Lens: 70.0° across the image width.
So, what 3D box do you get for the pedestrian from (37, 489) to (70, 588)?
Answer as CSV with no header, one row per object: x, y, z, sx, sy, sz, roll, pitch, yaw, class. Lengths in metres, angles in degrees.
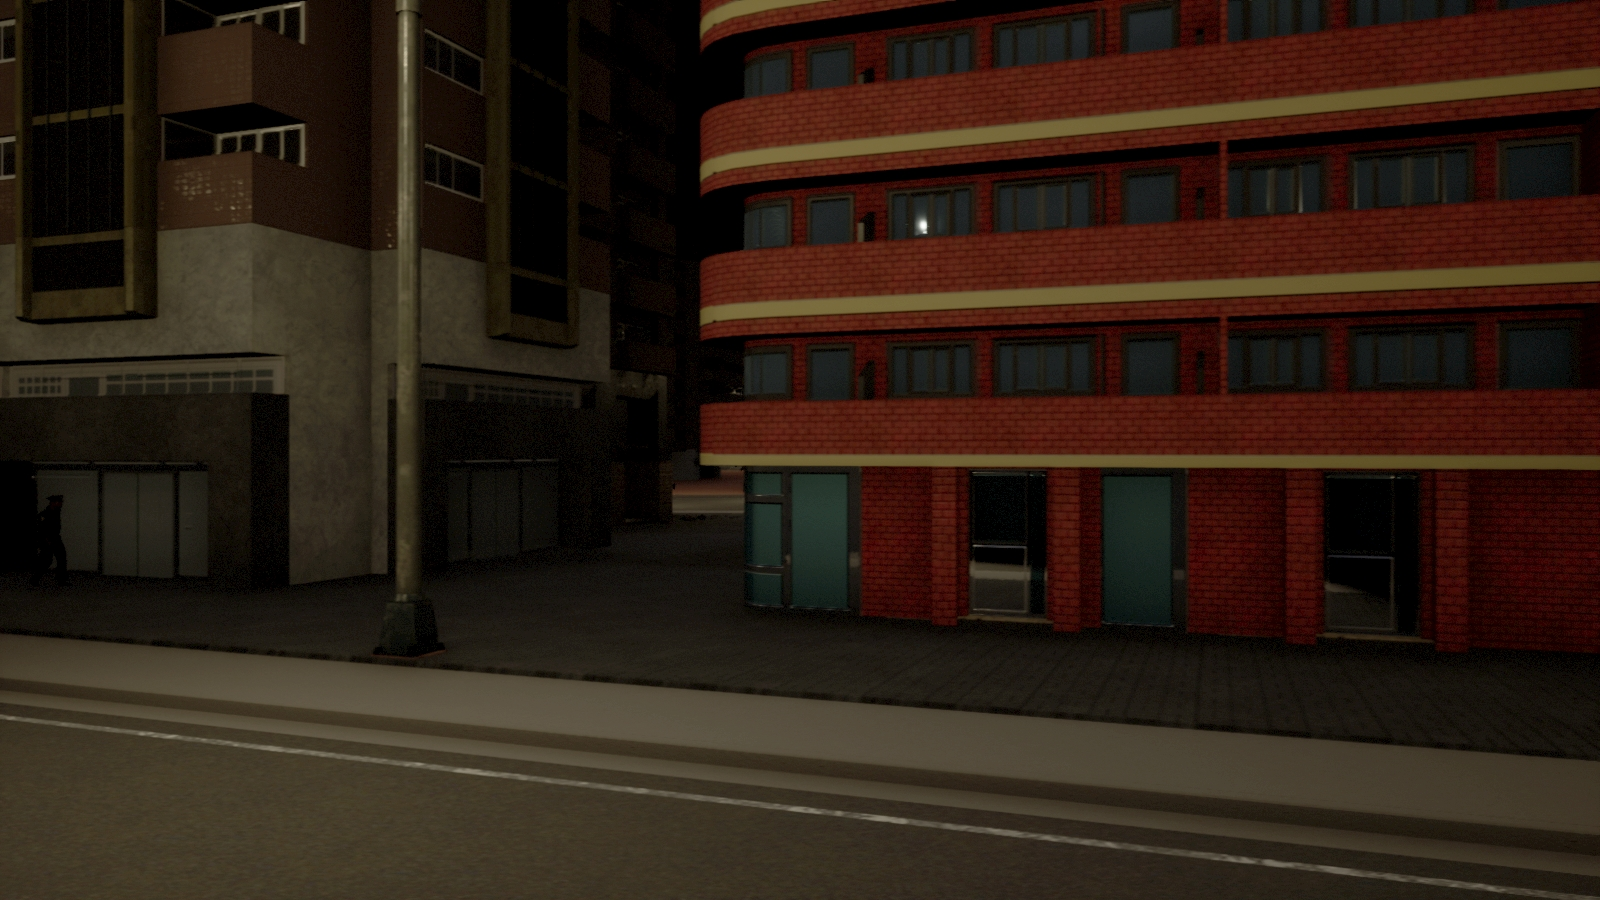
-14.348,1.693,21.956,0.375,1.860,0.375,0,0,10,pedestrian
